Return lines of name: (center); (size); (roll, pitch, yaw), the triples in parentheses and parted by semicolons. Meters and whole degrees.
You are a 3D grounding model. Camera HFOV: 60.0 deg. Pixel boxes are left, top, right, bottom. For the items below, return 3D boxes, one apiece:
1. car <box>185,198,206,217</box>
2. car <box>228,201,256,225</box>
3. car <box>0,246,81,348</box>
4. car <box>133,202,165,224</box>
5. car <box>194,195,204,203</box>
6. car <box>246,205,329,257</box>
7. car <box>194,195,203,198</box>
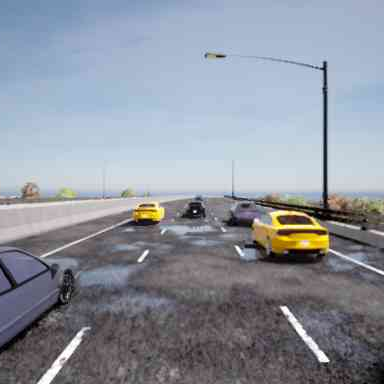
car: (0.319, 1.538, 31.320); (1.812, 1.442, 4.674); (0, 0, 1)
car: (3.685, 1.436, 23.834); (2.033, 1.649, 4.856); (0, 0, 1)
car: (-3.385, 1.543, 4.937); (2.033, 1.411, 5.357); (0, 0, 0)
car: (-3.186, 1.482, 25.170); (1.882, 1.535, 5.008); (0, 0, 1)
car: (1.654, 1.470, 73.973); (2.097, 1.767, 4.553); (0, 0, 3)
car: (3.559, 1.475, 12.911); (1.882, 1.535, 5.008); (0, 0, 0)
car: (1.013, 1.549, 54.470); (1.837, 1.490, 4.892); (0, 0, 2)
